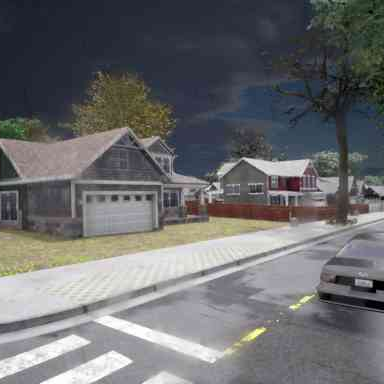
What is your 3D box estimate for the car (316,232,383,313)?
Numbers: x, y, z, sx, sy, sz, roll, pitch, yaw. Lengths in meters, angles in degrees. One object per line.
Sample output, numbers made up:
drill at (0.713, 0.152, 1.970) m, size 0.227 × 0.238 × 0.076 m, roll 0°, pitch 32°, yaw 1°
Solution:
car at (4.562, 1.671, 7.795) m, size 2.033 × 1.411 × 5.357 m, roll -2°, pitch -2°, yaw 38°
